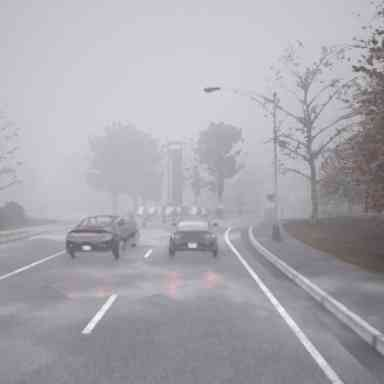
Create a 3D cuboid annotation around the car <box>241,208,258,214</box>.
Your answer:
[{"bbox_3d":[13.419,4.398,78.336,4.181,1.385,1.994,-3,-4,45],"label":"car"}]

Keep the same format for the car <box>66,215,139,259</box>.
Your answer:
[{"bbox_3d":[-3.405,1.684,13.438,2.128,1.511,4.902,0,-1,2],"label":"car"}]

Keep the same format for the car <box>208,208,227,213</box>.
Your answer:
[{"bbox_3d":[5.826,4.531,79.824,4.718,1.301,1.895,-1,-3,24],"label":"car"}]

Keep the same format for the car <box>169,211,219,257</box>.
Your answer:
[{"bbox_3d":[0.117,1.722,13.812,1.812,1.442,4.674,0,-1,2],"label":"car"}]
